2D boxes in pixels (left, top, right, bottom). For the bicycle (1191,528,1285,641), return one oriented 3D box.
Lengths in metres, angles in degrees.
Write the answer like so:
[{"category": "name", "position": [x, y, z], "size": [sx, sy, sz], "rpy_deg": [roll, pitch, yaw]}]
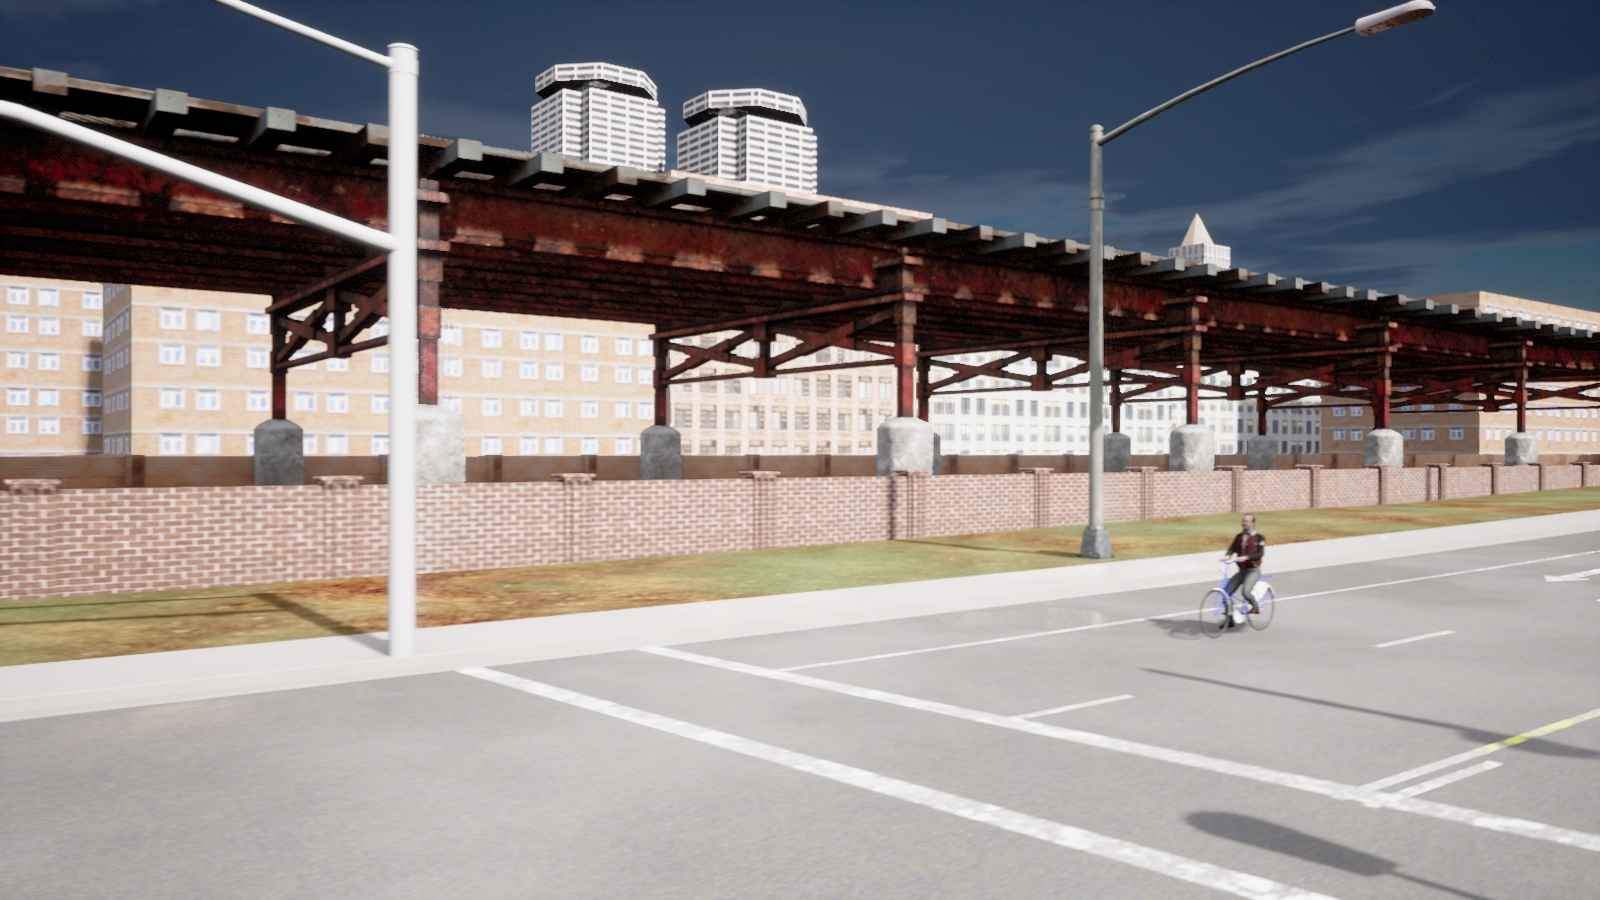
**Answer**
[{"category": "bicycle", "position": [6.475, 1.951, 16.851], "size": [1.835, 1.496, 0.329], "rpy_deg": [0, 0, -35]}]
